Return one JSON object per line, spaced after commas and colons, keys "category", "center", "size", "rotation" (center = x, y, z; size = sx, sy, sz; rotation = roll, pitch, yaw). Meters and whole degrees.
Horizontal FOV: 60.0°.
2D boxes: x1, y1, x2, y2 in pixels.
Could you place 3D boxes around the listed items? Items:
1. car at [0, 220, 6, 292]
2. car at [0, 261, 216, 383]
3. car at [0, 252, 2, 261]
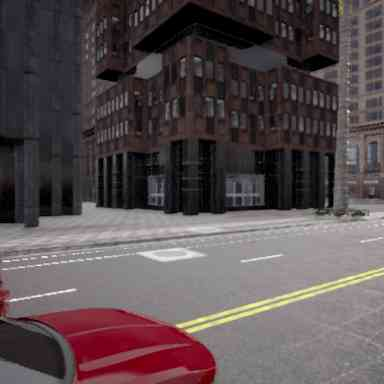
{"category": "car", "center": [-6.787, 1.479, 6.829], "size": [5.008, 1.535, 1.882], "rotation": [0, 0, -36]}
{"category": "car", "center": [-2.055, 1.478, 1.974], "size": [5.008, 1.535, 1.882], "rotation": [0, 0, -36]}
{"category": "car", "center": [-4.932, 1.527, 4.159], "size": [4.674, 1.442, 1.812], "rotation": [0, 0, -35]}
